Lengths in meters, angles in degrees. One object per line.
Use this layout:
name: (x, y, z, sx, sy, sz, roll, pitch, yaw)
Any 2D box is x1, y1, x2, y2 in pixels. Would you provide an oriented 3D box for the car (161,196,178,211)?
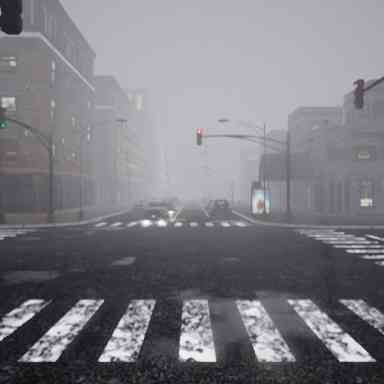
car: (-3.084, 1.561, 40.986, 1.994, 1.385, 4.181, 0, 0, 0)

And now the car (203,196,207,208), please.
car: (2.694, 1.580, 43.296, 1.802, 1.307, 4.206, 0, 0, 0)

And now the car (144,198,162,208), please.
car: (-5.685, 1.552, 48.983, 2.008, 1.369, 4.403, 0, 0, 0)

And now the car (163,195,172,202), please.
car: (-5.680, 1.467, 77.465, 1.967, 1.590, 4.097, 0, 0, 0)

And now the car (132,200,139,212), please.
car: (-5.688, 1.546, 37.589, 2.008, 1.369, 4.403, 0, 0, 0)

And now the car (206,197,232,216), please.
car: (2.691, 1.433, 31.902, 1.967, 1.590, 4.097, 0, 0, 0)

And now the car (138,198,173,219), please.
car: (-3.095, 1.540, 29.336, 2.033, 1.411, 5.357, 0, 0, 0)

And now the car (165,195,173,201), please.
car: (-5.678, 1.560, 82.992, 1.752, 1.417, 4.829, -1, 0, 0)

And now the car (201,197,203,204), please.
car: (2.695, 1.552, 48.993, 2.008, 1.369, 4.403, 0, 0, 0)

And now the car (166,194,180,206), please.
car: (-3.059, 1.513, 56.682, 1.837, 1.490, 4.892, 0, 0, 0)

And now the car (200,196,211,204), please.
car: (2.699, 1.565, 66.083, 2.008, 1.369, 4.403, -1, 0, 0)

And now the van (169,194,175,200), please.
van: (-5.677, 1.393, 94.555, 1.690, 1.788, 3.998, -1, 0, 0)
